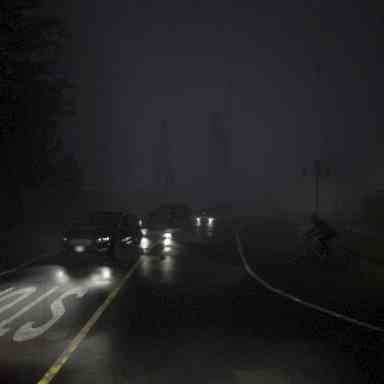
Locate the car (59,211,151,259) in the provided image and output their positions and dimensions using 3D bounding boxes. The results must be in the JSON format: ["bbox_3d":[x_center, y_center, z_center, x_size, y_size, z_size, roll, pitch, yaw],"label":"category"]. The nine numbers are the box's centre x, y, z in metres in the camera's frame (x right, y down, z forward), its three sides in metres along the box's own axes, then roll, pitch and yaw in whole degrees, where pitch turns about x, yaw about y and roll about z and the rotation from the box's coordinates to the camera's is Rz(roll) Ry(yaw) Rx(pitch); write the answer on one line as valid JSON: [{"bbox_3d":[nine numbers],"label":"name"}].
[{"bbox_3d":[-3.237,1.491,12.676,2.128,1.511,4.902,0,0,5],"label":"car"}]

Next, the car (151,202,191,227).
[{"bbox_3d":[-1.520,1.477,23.061,1.882,1.535,5.008,0,0,17],"label":"car"}]

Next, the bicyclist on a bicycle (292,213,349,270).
[{"bbox_3d":[3.666,1.439,9.521,1.656,1.620,0.582,-1,0,0],"label":"bicyclist on a bicycle"}]

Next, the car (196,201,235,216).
[{"bbox_3d":[2.407,1.543,32.438,2.033,1.411,5.357,0,0,31],"label":"car"}]

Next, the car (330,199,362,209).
[{"bbox_3d":[20.892,1.590,44.875,4.718,1.301,1.895,0,0,-28],"label":"car"}]
